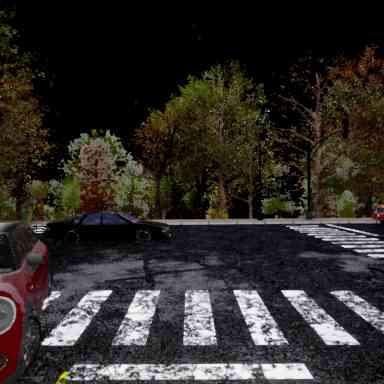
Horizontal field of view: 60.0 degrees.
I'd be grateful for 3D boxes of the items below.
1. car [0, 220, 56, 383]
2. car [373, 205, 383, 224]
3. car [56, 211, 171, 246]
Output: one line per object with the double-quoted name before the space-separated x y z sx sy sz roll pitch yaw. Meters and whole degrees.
"car" -3.459 1.341 5.167 2.097 1.767 4.553 -1 1 -19
"car" 14.633 1.126 21.157 5.566 2.045 2.150 -1 -1 1
"car" -3.659 1.550 14.717 5.357 1.411 2.033 -1 -1 1
